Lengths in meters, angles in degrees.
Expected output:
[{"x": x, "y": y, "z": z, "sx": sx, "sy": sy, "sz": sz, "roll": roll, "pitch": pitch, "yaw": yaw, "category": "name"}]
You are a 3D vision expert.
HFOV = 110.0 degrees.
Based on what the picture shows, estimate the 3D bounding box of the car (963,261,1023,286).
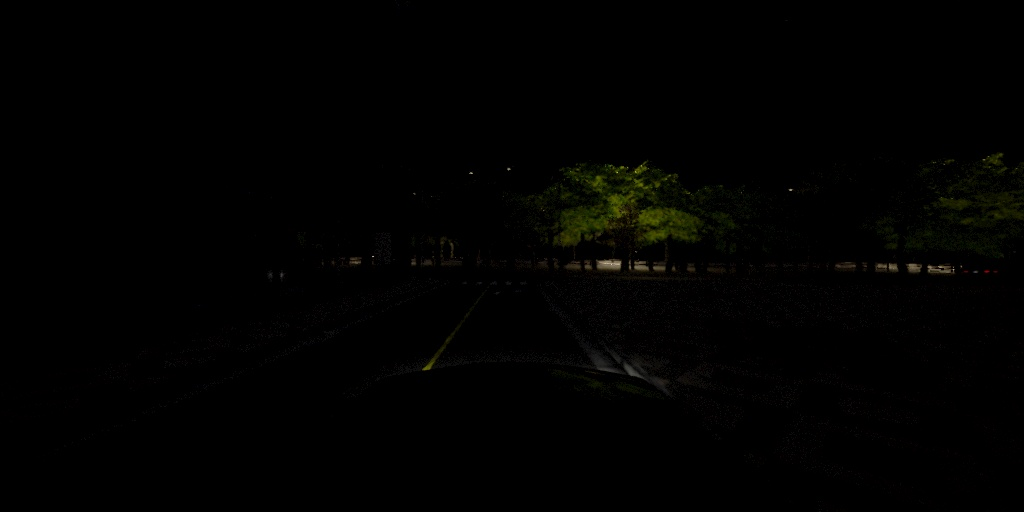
[{"x": 40.224, "y": 1.409, "z": 29.007, "sx": 5.566, "sy": 2.045, "sz": 2.150, "roll": 1, "pitch": 0, "yaw": 1, "category": "car"}]
